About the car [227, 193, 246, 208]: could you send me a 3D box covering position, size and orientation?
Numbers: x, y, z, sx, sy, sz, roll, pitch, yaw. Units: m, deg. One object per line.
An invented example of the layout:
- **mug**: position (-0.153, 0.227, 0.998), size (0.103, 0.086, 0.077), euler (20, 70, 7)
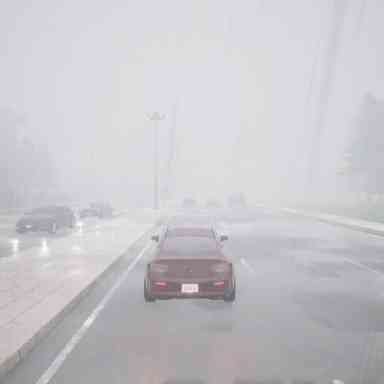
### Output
- **car**: position (6.558, 1.221, 49.221), size (2.150, 2.045, 5.566), euler (0, 0, -1)

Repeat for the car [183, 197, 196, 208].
- **car**: position (-0.442, 1.505, 49.194), size (1.837, 1.490, 4.892), euler (0, 0, -1)

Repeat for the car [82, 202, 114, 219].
- **car**: position (-8.284, 1.601, 29.124), size (1.895, 1.301, 4.718), euler (0, 0, 0)

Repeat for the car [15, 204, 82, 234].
- **car**: position (-8.246, 1.505, 19.180), size (1.837, 1.490, 4.892), euler (0, 0, 0)

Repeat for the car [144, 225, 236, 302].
- **car**: position (-0.057, 1.526, 8.148), size (1.812, 1.442, 4.674), euler (0, 0, -1)

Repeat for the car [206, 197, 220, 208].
- **car**: position (3.058, 1.526, 49.235), size (1.812, 1.442, 4.674), euler (0, 0, -1)
